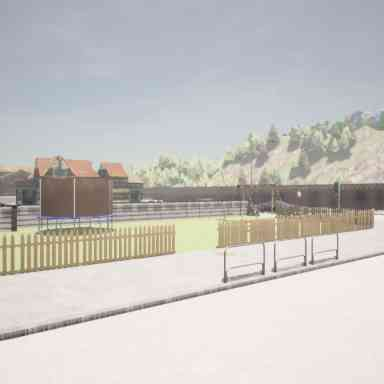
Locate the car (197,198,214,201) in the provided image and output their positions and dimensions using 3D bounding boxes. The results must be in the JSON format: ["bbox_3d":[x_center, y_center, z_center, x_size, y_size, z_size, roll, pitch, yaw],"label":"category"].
[{"bbox_3d":[2.083,1.546,44.493,2.033,1.411,5.357,0,0,-35],"label":"car"}]

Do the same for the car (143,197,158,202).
[{"bbox_3d":[-7.756,1.599,58.531,1.895,1.301,4.718,0,0,-35],"label":"car"}]

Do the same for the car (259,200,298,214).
[{"bbox_3d":[8.947,1.562,34.800,1.994,1.385,4.181,0,0,-35],"label":"car"}]
